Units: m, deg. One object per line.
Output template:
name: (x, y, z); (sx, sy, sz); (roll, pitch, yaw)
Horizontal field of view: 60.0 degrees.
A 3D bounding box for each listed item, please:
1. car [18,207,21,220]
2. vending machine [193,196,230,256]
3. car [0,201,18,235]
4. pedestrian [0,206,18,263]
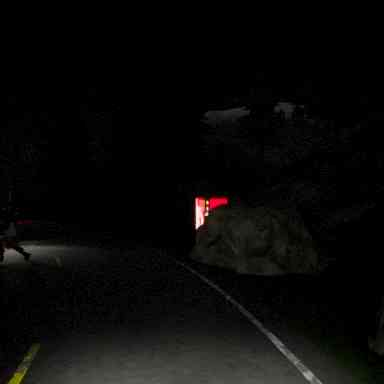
car: (-15.339, 1.491, 26.763); (2.128, 1.511, 4.902); (0, 0, -44)
vending machine: (0.727, 1.195, 12.365); (1.100, 2.100, 0.880); (0, 0, -24)
car: (-10.735, 1.217, 16.520); (2.150, 2.045, 5.566); (0, 1, -42)
pedestrian: (-5.825, 1.294, 10.596); (0.375, 1.860, 0.375); (0, 0, -27)
